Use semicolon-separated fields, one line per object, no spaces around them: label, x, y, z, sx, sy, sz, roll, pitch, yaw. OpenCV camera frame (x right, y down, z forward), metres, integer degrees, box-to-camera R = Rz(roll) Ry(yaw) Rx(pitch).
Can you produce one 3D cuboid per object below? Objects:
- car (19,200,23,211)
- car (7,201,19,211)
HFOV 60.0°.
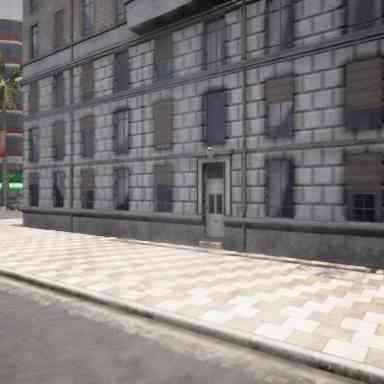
car;-17.739;1.554;40.136;1.812;1.442;4.674;0;0;36
car;-20.834;1.595;41.822;1.994;1.385;4.181;0;0;36
